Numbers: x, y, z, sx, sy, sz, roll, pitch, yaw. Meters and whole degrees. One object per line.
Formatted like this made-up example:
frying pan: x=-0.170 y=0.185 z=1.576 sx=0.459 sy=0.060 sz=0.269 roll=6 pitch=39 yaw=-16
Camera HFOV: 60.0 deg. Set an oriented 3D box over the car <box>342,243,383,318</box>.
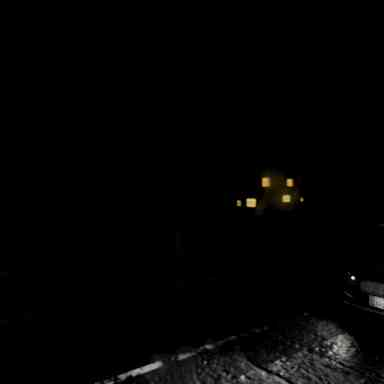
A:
car: x=4.953 y=1.495 z=6.728 sx=4.902 sy=1.511 sz=2.128 roll=0 pitch=0 yaw=-37
